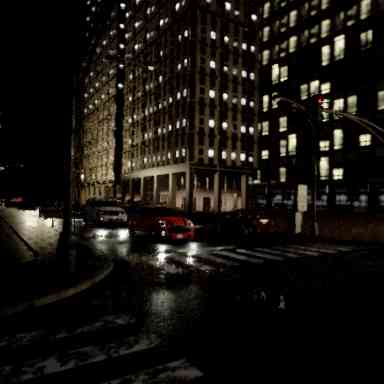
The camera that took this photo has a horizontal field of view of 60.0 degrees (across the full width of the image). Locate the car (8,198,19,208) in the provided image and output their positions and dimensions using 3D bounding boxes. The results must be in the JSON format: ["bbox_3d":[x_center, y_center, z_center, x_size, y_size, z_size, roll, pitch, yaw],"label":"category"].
[{"bbox_3d":[-31.087,1.916,59.506,2.192,1.841,5.009,2,-2,-32],"label":"car"}]

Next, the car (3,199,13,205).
[{"bbox_3d":[-46.105,2.401,83.220,1.752,1.417,4.829,2,-2,-32],"label":"car"}]

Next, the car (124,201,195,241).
[{"bbox_3d":[-1.715,1.563,17.893,2.097,1.767,4.553,2,-2,-31],"label":"car"}]

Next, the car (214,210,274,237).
[{"bbox_3d":[3.179,1.832,21.027,1.967,1.590,4.097,2,-2,-32],"label":"car"}]

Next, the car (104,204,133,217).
[{"bbox_3d":[-8.908,2.147,40.115,2.008,1.369,4.403,2,-2,-32],"label":"car"}]

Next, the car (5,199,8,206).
[{"bbox_3d":[-37.134,2.276,69.045,1.947,1.339,4.313,2,-2,-32],"label":"car"}]

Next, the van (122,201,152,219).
[{"bbox_3d":[-5.882,1.886,35.347,1.690,1.788,3.998,2,-2,-32],"label":"van"}]

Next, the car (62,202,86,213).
[{"bbox_3d":[-17.262,2.170,48.468,2.033,1.411,5.357,2,-2,-33],"label":"car"}]

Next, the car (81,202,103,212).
[{"bbox_3d":[-14.950,2.267,49.660,1.947,1.339,4.313,2,-2,-32],"label":"car"}]

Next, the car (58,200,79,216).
[{"bbox_3d":[-12.438,1.898,34.886,1.837,1.490,4.892,2,-2,-32],"label":"car"}]

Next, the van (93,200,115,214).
[{"bbox_3d":[-11.924,1.990,44.893,1.690,1.788,3.998,2,-2,-32],"label":"van"}]

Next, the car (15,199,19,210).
[{"bbox_3d":[-25.050,2.076,49.954,1.802,1.307,4.206,2,-2,-32],"label":"car"}]

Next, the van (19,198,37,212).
[{"bbox_3d":[-22.024,1.782,45.187,1.690,1.788,3.998,2,-2,-32],"label":"van"}]

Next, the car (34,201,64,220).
[{"bbox_3d":[-12.966,1.835,30.865,2.008,1.369,4.403,2,-2,-32],"label":"car"}]

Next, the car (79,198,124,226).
[{"bbox_3d":[-6.946,1.522,26.223,2.150,2.045,5.566,2,-2,-31],"label":"car"}]
